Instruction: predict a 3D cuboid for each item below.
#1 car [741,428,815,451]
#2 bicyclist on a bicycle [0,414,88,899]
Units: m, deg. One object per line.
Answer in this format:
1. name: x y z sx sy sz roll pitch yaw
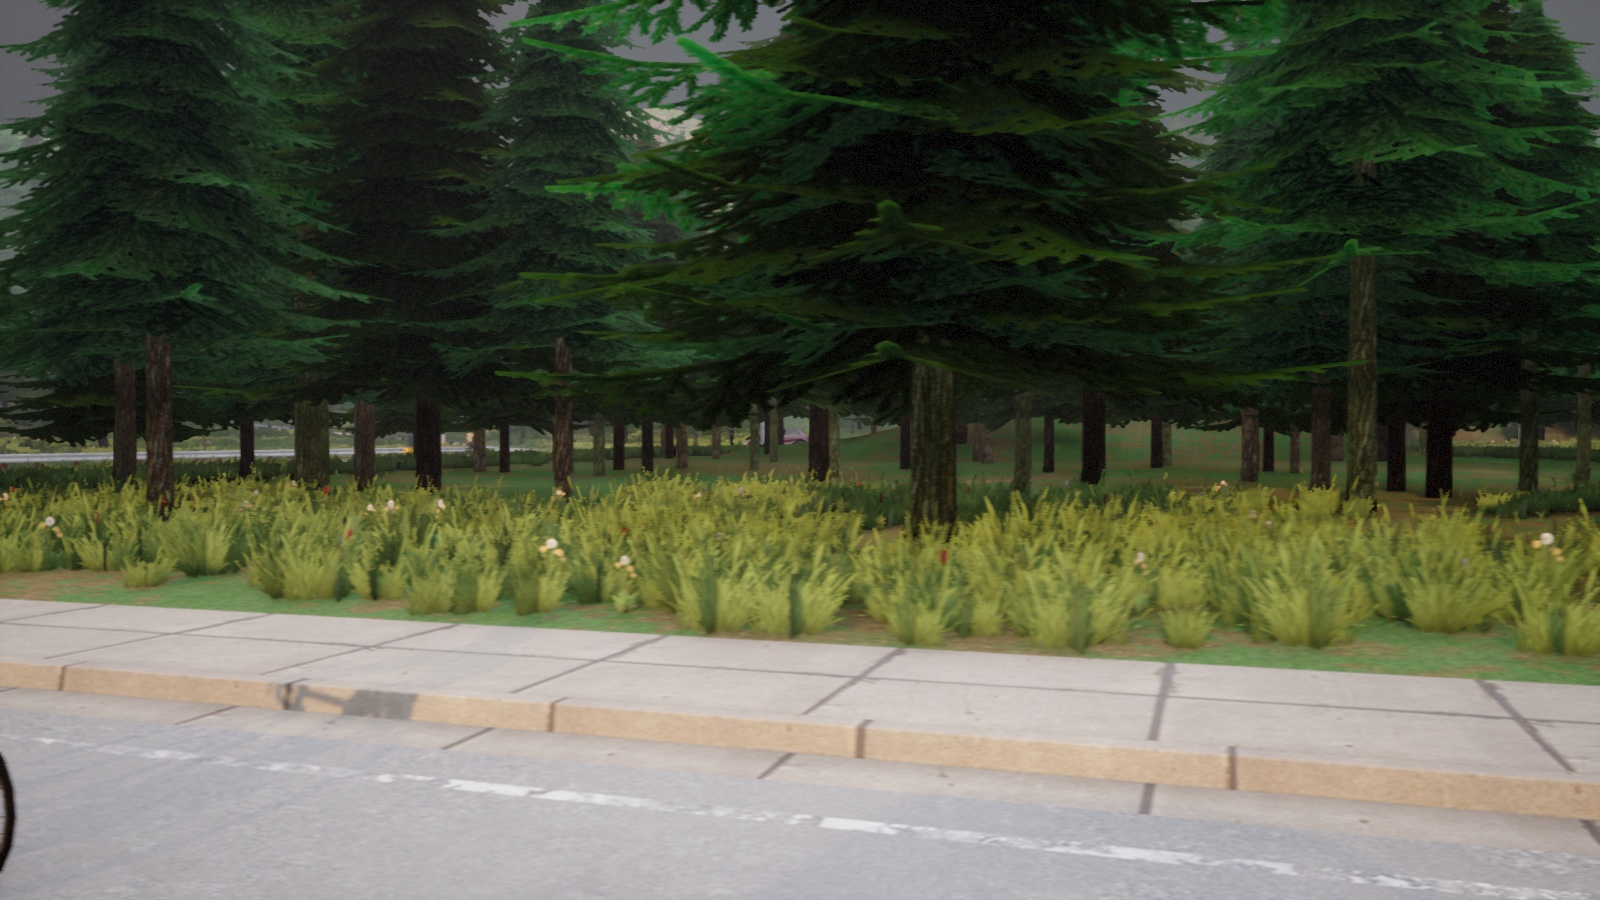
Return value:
1. car: -1.594 -0.755 89.491 4.856 1.649 2.033 0 1 -19
2. bicyclist on a bicycle: -3.341 0.690 4.318 1.656 1.620 0.582 0 1 19
